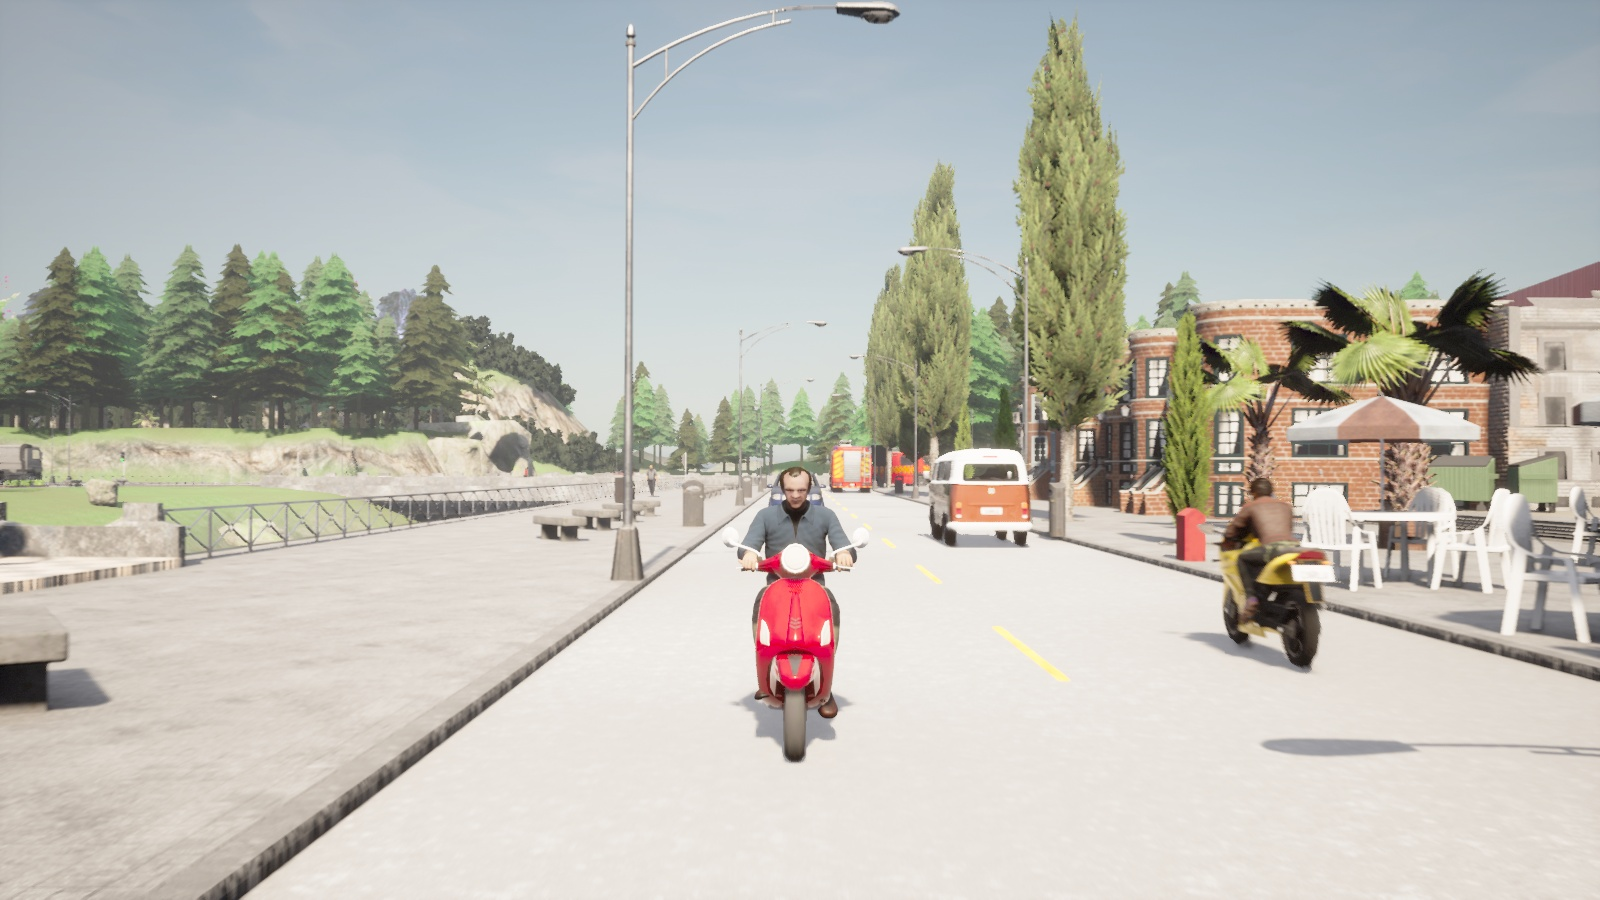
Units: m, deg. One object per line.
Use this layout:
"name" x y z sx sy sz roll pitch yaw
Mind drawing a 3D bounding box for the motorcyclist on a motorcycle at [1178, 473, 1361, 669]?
"motorcyclist on a motorcycle" 3.971 0.962 10.821 0.797 1.523 2.044 0 -1 0

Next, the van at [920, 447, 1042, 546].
"van" 3.926 0.991 27.998 2.069 2.038 4.480 0 -1 0

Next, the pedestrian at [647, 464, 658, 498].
"pedestrian" -8.037 1.702 68.427 0.540 1.848 0.694 0 -1 1

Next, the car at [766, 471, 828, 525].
"car" -0.099 1.434 38.256 1.789 1.549 3.705 0 -1 0

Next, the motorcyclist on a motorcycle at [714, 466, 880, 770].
"motorcyclist on a motorcycle" -0.020 0.894 7.486 0.866 1.590 1.817 0 -1 0

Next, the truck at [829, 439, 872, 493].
"truck" 3.750 1.223 94.889 2.891 3.827 8.468 0 -1 0
